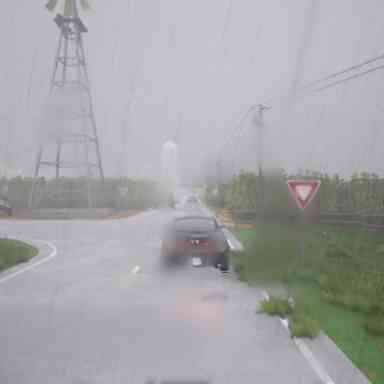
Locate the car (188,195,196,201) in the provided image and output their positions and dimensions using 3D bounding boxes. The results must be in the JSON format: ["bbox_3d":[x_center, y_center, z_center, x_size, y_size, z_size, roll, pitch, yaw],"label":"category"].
[{"bbox_3d":[0.011,1.261,75.301,1.895,1.301,4.718,0,0,0],"label":"car"}]

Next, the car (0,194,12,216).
[{"bbox_3d":[-17.217,1.153,29.753,1.905,1.878,3.866,0,0,-31],"label":"car"}]

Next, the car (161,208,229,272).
[{"bbox_3d":[0.089,1.481,10.648,1.837,1.490,4.892,0,0,0],"label":"car"}]

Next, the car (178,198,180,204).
[{"bbox_3d":[-3.226,1.395,58.830,1.812,1.442,4.674,0,0,1],"label":"car"}]

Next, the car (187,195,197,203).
[{"bbox_3d":[0.010,1.420,65.268,1.994,1.385,4.181,0,0,0],"label":"car"}]

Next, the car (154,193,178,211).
[{"bbox_3d":[-3.283,1.131,40.596,2.150,2.045,5.566,0,0,0],"label":"car"}]
